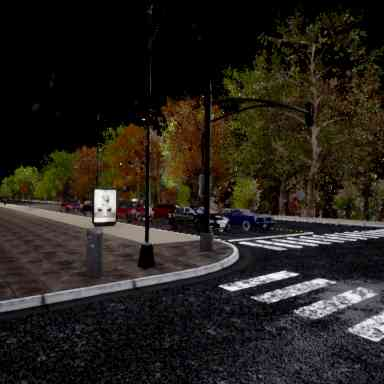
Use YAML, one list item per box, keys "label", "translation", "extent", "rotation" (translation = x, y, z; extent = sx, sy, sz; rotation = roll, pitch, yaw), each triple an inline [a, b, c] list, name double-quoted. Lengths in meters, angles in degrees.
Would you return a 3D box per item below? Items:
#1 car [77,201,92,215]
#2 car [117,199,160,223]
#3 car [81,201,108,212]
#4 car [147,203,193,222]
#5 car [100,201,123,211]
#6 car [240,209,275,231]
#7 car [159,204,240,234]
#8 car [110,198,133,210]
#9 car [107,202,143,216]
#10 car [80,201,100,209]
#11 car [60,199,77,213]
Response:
- label: "car"
  translation: [-10.125, 1.770, 35.222]
  extent: [2.128, 1.511, 4.902]
  rotation: [1, -1, -35]
- label: "car"
  translation: [-4.921, 1.537, 27.692]
  extent: [2.097, 1.767, 4.553]
  rotation: [1, -1, -35]
- label: "car"
  translation: [-13.558, 1.980, 45.958]
  extent: [2.033, 1.411, 5.357]
  rotation: [1, -1, -34]
- label: "car"
  translation: [-2.034, 1.750, 29.226]
  extent: [1.812, 1.442, 4.674]
  rotation: [1, -1, -35]
- label: "car"
  translation: [-11.976, 2.023, 49.529]
  extent: [1.812, 1.442, 4.674]
  rotation: [1, -1, -34]
- label: "car"
  translation: [3.120, 1.732, 21.771]
  extent: [1.895, 1.301, 4.718]
  rotation: [1, -1, -35]
- label: "car"
  translation: [0.298, 1.582, 20.120]
  extent: [2.128, 1.511, 4.902]
  rotation: [1, -1, -34]
- label: "car"
  translation: [-11.591, 1.935, 54.713]
  extent: [2.097, 1.767, 4.553]
  rotation: [1, -1, -34]
- label: "car"
  translation: [-7.560, 1.871, 37.220]
  extent: [2.033, 1.411, 5.357]
  rotation: [1, -1, -35]
- label: "car"
  translation: [-17.849, 2.203, 57.969]
  extent: [1.895, 1.301, 4.718]
  rotation: [1, -1, -35]
- label: "car"
  translation: [-15.727, 1.732, 43.378]
  extent: [2.097, 1.767, 4.553]
  rotation: [1, -1, -34]
